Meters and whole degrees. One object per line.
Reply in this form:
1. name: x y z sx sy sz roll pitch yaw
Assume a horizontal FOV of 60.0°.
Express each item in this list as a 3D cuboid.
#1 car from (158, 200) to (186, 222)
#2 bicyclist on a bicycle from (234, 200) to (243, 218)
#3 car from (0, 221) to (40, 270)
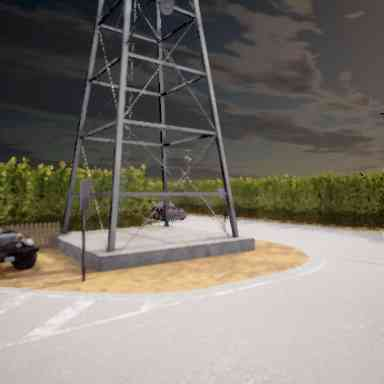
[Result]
1. car: -2.408 1.463 27.691 2.097 1.767 4.553 0 0 -36
2. bicyclist on a bicycle: 4.025 1.596 30.176 1.656 1.620 0.582 2 -1 -36
3. car: -6.451 1.357 9.583 3.866 1.878 1.905 0 0 23
